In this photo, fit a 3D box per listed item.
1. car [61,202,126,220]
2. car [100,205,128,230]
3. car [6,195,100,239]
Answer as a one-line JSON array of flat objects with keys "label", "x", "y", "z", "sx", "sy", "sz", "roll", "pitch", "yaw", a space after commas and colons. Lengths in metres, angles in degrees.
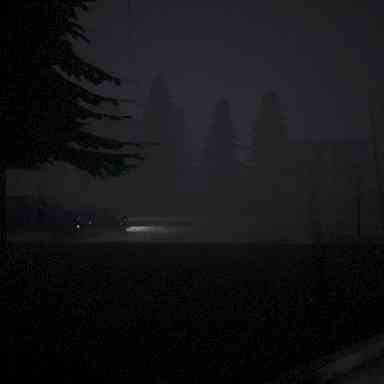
[{"label": "car", "x": -7.991, "y": 1.541, "z": 27.183, "sx": 4.718, "sy": 1.301, "sz": 1.895, "roll": 0, "pitch": 0, "yaw": 2}, {"label": "car", "x": -6.018, "y": 1.520, "z": 20.095, "sx": 4.181, "sy": 1.385, "sz": 1.994, "roll": 0, "pitch": 0, "yaw": 2}, {"label": "car", "x": -7.831, "y": 1.188, "z": 16.666, "sx": 5.566, "sy": 2.045, "sz": 2.150, "roll": 0, "pitch": 0, "yaw": 2}]
